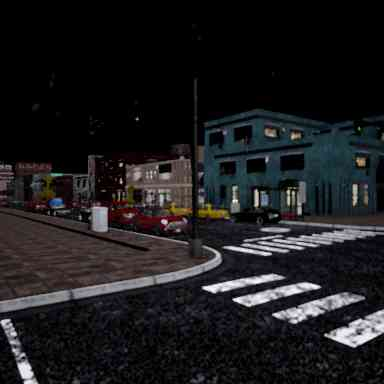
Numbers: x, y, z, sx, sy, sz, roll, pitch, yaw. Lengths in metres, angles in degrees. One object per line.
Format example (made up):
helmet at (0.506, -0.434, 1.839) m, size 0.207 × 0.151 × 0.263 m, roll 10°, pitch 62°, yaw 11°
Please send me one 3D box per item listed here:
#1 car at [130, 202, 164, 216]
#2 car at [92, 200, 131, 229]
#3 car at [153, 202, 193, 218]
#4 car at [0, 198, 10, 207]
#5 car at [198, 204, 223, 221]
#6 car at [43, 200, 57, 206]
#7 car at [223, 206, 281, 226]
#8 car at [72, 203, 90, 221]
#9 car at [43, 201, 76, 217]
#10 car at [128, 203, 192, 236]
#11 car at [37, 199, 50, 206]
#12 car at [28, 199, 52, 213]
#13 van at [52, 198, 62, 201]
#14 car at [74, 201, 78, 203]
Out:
car at (-5.331, 1.923, 38.945) m, size 2.008 × 1.369 × 4.403 m, roll -1°, pitch 0°, yaw -37°
car at (-5.334, 1.622, 24.914) m, size 2.192 × 1.841 × 5.009 m, roll -1°, pitch 0°, yaw -37°
car at (-2.068, 1.833, 34.537) m, size 1.752 × 1.417 × 4.829 m, roll -1°, pitch 0°, yaw -37°
car at (-42.371, 2.363, 74.873) m, size 2.192 × 1.841 × 5.009 m, roll -1°, pitch 0°, yaw -37°
car at (1.296, 1.766, 29.994) m, size 1.752 × 1.417 × 4.829 m, roll -1°, pitch 0°, yaw -37°
car at (-32.241, 2.455, 75.298) m, size 1.887 × 1.381 × 4.507 m, roll -1°, pitch 0°, yaw -37°
car at (4.762, 1.737, 25.313) m, size 1.947 × 1.339 × 4.313 m, roll -1°, pitch 0°, yaw -37°
car at (-8.693, 1.925, 29.458) m, size 2.008 × 1.369 × 4.403 m, roll -1°, pitch 0°, yaw -37°
car at (-15.421, 2.059, 38.546) m, size 2.008 × 1.369 × 4.403 m, roll -1°, pitch 0°, yaw -37°
car at (-1.967, 1.680, 20.370) m, size 1.967 × 1.590 × 4.097 m, roll -1°, pitch 0°, yaw -37°
car at (-35.706, 2.506, 79.978) m, size 1.752 × 1.417 × 4.829 m, roll -1°, pitch 0°, yaw -37°
car at (-22.154, 1.958, 47.634) m, size 2.192 × 1.841 × 5.009 m, roll -1°, pitch 0°, yaw -37°
van at (-28.882, 2.185, 70.753) m, size 1.690 × 1.788 × 3.998 m, roll -1°, pitch 0°, yaw -37°
car at (-22.149, 2.291, 61.665) m, size 1.802 × 1.307 × 4.206 m, roll -1°, pitch 0°, yaw -37°
